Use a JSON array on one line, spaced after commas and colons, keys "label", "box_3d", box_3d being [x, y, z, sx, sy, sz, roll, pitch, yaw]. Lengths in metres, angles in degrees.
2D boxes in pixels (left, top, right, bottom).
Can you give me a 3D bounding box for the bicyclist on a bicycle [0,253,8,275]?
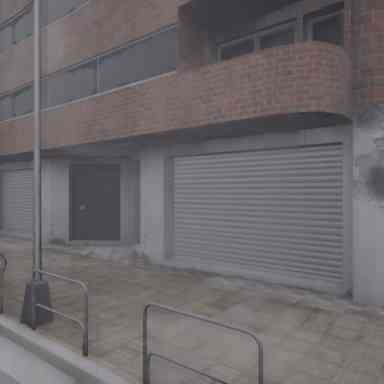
[{"label": "bicyclist on a bicycle", "box_3d": [-5.216, 1.338, 7.933, 0.582, 1.620, 1.656, 0, -4, 37]}]
